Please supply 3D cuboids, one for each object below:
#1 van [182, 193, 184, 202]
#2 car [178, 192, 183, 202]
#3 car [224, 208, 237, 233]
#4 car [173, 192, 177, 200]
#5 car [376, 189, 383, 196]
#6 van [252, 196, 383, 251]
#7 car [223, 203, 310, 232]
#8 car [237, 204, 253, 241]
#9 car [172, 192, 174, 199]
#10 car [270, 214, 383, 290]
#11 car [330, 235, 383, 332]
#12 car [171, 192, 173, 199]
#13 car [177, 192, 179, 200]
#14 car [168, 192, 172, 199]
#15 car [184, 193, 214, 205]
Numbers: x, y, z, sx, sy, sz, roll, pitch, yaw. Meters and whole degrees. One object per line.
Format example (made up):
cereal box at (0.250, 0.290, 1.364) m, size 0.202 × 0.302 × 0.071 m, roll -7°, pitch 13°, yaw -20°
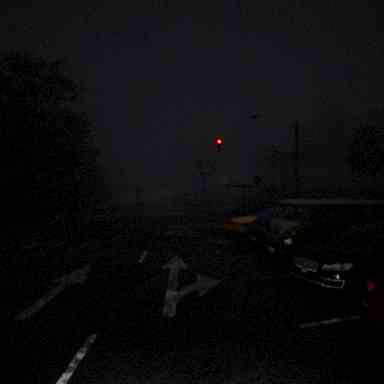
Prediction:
van at (1.135, 1.273, 60.806) m, size 4.442 × 1.987 × 1.878 m, roll 0°, pitch 0°, yaw -27°
car at (0.840, 1.235, 63.830) m, size 5.566 × 2.045 × 2.435 m, roll 1°, pitch 0°, yaw -27°
car at (4.261, 1.424, 17.052) m, size 5.366 × 1.575 × 1.946 m, roll 1°, pitch 0°, yaw -22°
car at (-0.683, 1.182, 75.783) m, size 5.566 × 2.045 × 2.435 m, roll 0°, pitch 0°, yaw -28°
car at (19.828, 0.130, 31.403) m, size 2.002 × 1.452 × 4.674 m, roll -6°, pitch 4°, yaw -27°
van at (4.515, 1.220, 11.038) m, size 4.442 × 1.987 × 1.878 m, roll 1°, pitch 0°, yaw -22°
car at (4.497, 1.455, 20.104) m, size 4.792 × 1.488 × 2.163 m, roll 1°, pitch 0°, yaw -23°
car at (4.566, 1.313, 14.114) m, size 4.553 × 1.767 × 2.185 m, roll 1°, pitch 0°, yaw -22°
car at (-1.883, 1.275, 84.702) m, size 4.553 × 1.767 × 2.185 m, roll 1°, pitch 0°, yaw -28°
car at (4.691, 1.458, 8.064) m, size 4.892 × 1.521 × 2.231 m, roll 1°, pitch 0°, yaw -21°
car at (4.725, 1.506, 5.046) m, size 4.674 × 1.452 × 2.002 m, roll 1°, pitch 0°, yaw -21°
car at (-2.345, 1.267, 87.652) m, size 4.553 × 1.767 × 2.185 m, roll 1°, pitch 0°, yaw -28°
car at (0.503, 1.221, 66.848) m, size 5.566 × 2.045 × 2.435 m, roll 0°, pitch 0°, yaw -27°
car at (-3.097, 1.134, 93.632) m, size 5.566 × 2.045 × 2.435 m, roll 1°, pitch 0°, yaw -28°
car at (1.561, 1.388, 57.859) m, size 4.553 × 1.767 × 2.185 m, roll 0°, pitch 0°, yaw -27°
